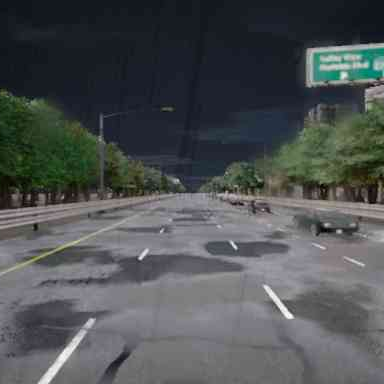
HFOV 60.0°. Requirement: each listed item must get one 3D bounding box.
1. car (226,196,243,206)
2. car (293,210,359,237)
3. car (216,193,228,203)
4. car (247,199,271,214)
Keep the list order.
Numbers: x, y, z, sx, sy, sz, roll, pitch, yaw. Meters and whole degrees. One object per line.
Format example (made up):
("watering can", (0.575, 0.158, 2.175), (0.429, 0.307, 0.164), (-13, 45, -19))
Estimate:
("car", (7.043, 1.599, 53.637), (1.895, 1.301, 4.718), (0, 0, 0))
("car", (7.013, 1.600, 18.048), (1.895, 1.301, 4.718), (0, 0, 0))
("car", (7.063, 1.531, 72.593), (2.128, 1.511, 4.902), (0, 0, 0))
("car", (7.028, 1.504, 35.193), (1.837, 1.490, 4.892), (0, 0, 0))
